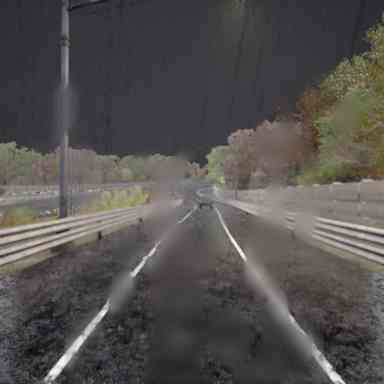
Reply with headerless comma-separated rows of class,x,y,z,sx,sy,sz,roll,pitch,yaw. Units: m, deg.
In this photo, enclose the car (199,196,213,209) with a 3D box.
car,2.378,1.780,57.445,2.150,2.045,5.566,0,-1,2
